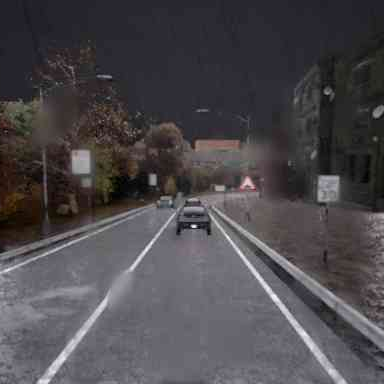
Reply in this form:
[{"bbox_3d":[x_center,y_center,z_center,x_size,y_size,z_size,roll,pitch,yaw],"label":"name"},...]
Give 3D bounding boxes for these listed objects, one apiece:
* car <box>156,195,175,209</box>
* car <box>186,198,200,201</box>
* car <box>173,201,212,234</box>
[{"bbox_3d":[-3.426,1.266,44.145,2.097,1.767,4.553,0,0,2],"label":"car"},{"bbox_3d":[0.094,1.389,37.599,1.882,1.535,5.008,0,0,0],"label":"car"},{"bbox_3d":[0.093,1.469,19.102,1.837,1.490,4.892,0,0,0],"label":"car"}]
